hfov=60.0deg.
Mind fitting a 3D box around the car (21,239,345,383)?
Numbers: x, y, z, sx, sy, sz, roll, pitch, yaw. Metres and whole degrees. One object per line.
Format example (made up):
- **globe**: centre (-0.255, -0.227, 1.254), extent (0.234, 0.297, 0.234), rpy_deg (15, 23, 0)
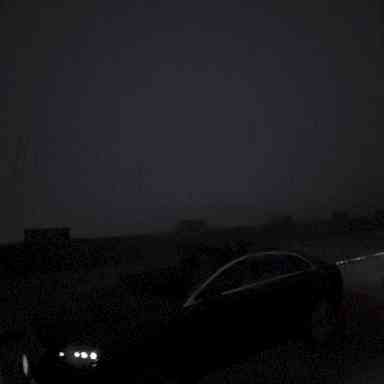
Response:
- **car**: centre (0.284, 1.509, 4.846), extent (4.902, 1.511, 2.128), rpy_deg (0, 0, -36)
